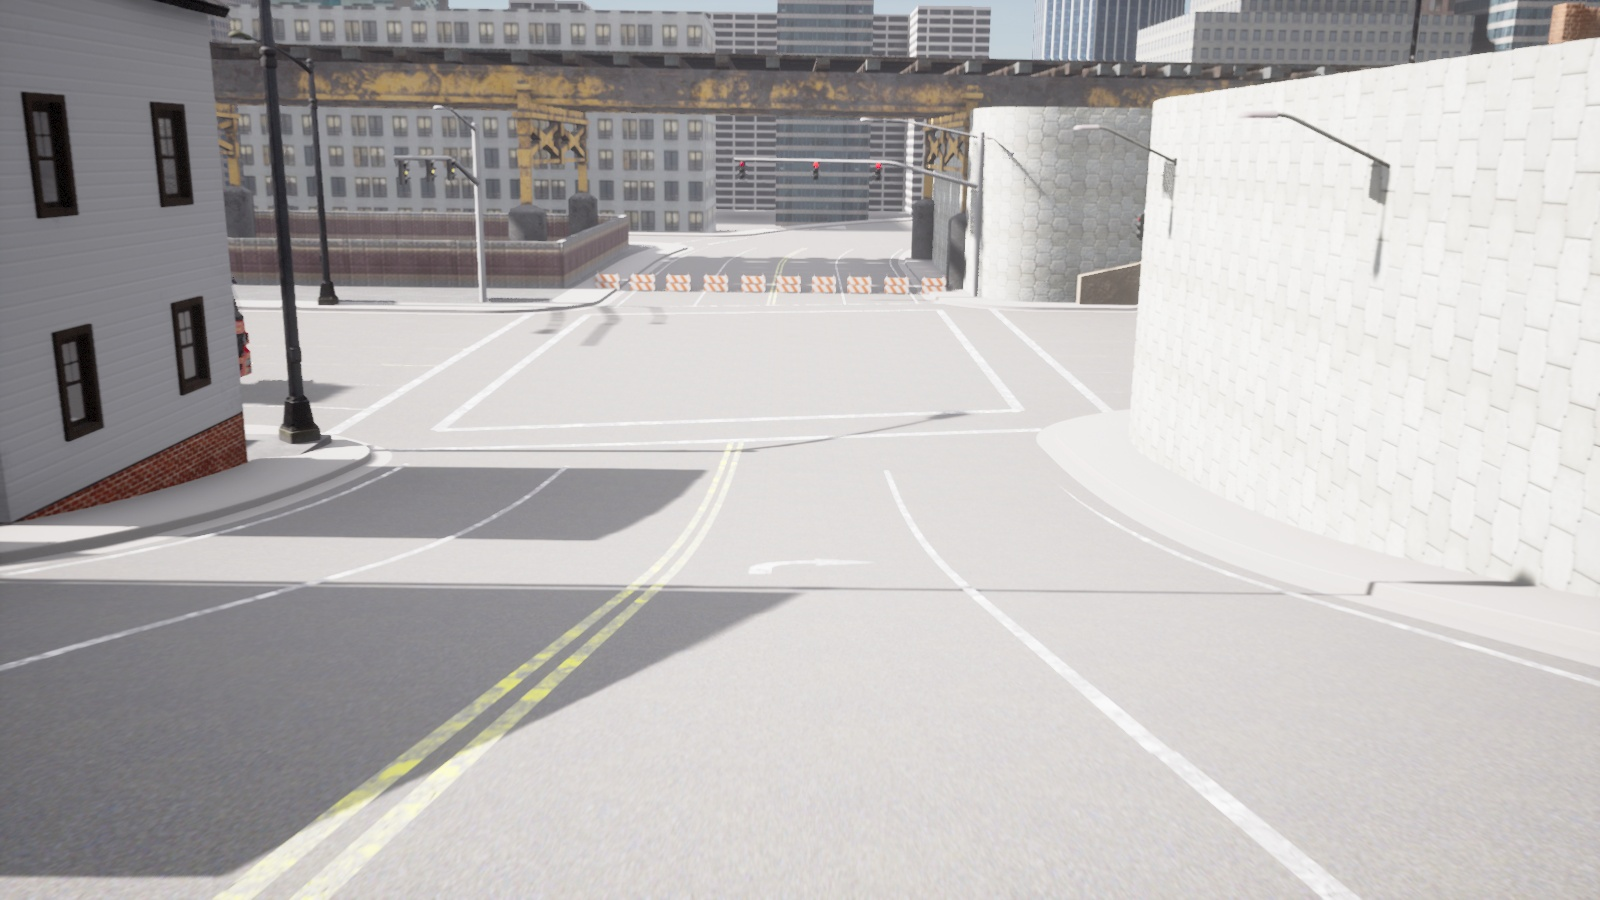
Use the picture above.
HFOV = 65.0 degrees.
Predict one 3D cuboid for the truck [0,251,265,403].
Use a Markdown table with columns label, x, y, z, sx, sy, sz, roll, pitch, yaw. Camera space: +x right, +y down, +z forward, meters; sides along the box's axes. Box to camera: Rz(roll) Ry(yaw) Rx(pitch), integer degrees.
| label | x | y | z | sx | sy | sz | roll | pitch | yaw |
| --- | --- | --- | --- | --- | --- | --- | --- | --- | --- |
| truck | -20.286 | -3.584 | 35.891 | 8.468 | 3.827 | 2.891 | 1 | 13 | 1 |
